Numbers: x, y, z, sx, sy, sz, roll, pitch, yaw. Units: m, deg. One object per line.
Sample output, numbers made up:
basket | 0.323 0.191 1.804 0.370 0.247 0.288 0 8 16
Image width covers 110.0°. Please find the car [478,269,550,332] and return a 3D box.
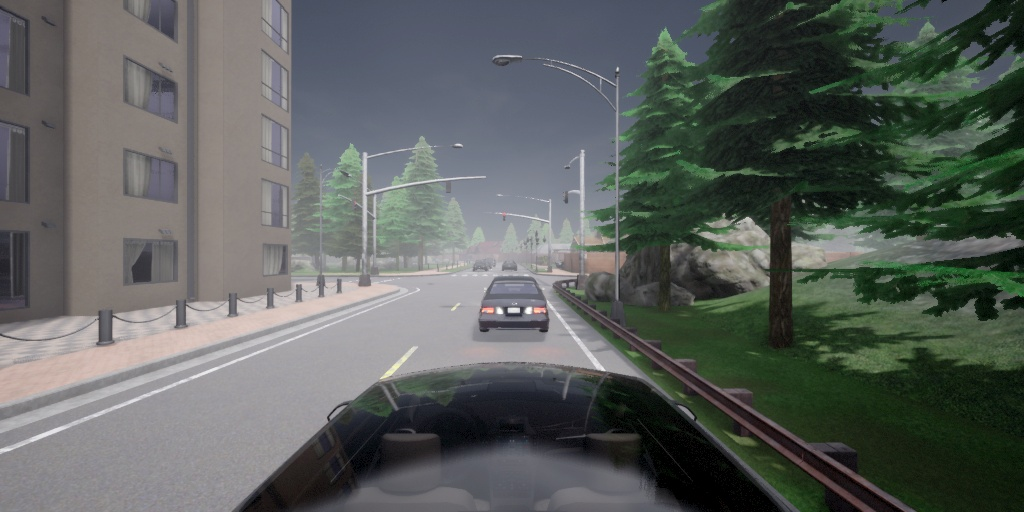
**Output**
car | 0.066 1.297 10.778 2.033 1.411 5.357 0 0 1

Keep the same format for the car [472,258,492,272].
car | -4.012 1.225 46.336 1.837 1.490 4.892 0 0 0

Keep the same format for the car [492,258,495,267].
car | -4.068 1.225 55.802 1.837 1.490 4.892 0 0 0

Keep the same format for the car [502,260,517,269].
car | -0.340 1.284 50.110 1.994 1.385 4.181 0 0 0
